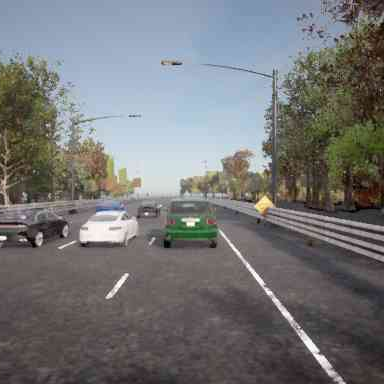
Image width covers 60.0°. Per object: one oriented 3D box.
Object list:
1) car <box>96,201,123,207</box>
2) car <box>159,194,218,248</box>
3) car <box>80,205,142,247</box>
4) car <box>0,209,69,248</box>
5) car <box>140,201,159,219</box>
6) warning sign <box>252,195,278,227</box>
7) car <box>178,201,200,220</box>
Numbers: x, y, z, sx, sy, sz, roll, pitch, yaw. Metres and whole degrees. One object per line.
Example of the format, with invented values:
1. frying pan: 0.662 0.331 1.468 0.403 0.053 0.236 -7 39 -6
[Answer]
1. car: -7.299 1.527 29.852 1.882 1.535 5.008 0 0 -1
2. car: -0.077 1.271 14.935 2.150 2.045 5.566 0 0 -1
3. car: -3.576 1.546 14.869 1.812 1.442 4.674 0 0 -1
4. car: -7.075 1.507 14.835 2.128 1.511 4.902 0 0 -1
5. car: -3.800 1.560 29.921 1.837 1.490 4.892 0 0 -1
6. warning sign: 4.402 1.137 20.184 1.300 1.860 1.060 -1 -1 -1
7. car: -0.301 1.577 29.990 1.812 1.442 4.674 0 0 -1
